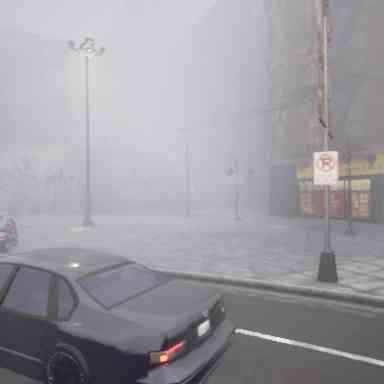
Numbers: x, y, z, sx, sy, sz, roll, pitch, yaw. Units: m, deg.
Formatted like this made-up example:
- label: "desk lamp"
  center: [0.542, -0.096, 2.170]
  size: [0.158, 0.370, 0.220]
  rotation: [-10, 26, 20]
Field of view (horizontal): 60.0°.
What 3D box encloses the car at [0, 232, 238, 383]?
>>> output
- label: "car"
  center: [-2.094, 1.573, 4.831]
  size: [5.357, 1.411, 2.033]
  rotation: [-1, 0, 27]
